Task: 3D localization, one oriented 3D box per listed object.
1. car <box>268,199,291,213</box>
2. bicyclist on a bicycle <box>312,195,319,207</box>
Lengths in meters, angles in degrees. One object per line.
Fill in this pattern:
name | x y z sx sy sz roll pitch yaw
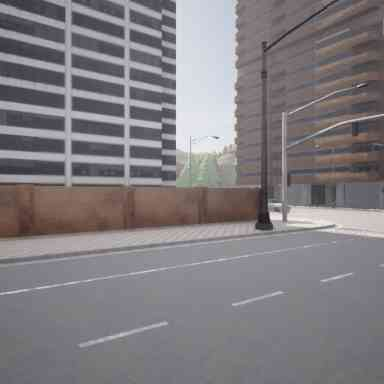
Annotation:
car | 8.916 1.526 37.394 1.812 1.442 4.674 0 0 -36
bicyclist on a bicycle | 17.250 1.301 46.287 1.656 1.620 0.582 0 0 -36
